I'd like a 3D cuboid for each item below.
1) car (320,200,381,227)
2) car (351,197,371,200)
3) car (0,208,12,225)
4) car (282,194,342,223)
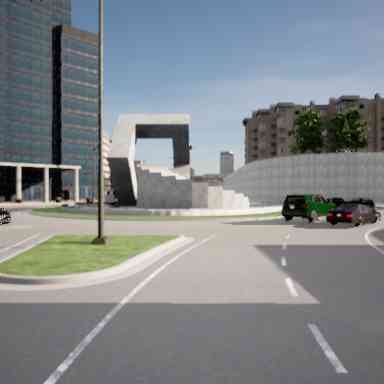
[{"bbox_3d":[11.050,1.506,22.562,5.357,1.411,2.033,0,0,-44],"label":"car"},{"bbox_3d":[21.565,1.409,42.797,2.128,1.511,4.902,1,0,0],"label":"car"},{"bbox_3d":[-14.167,1.463,22.621,4.892,1.490,1.837,0,1,36],"label":"car"},{"bbox_3d":[8.954,1.176,25.209,5.566,2.045,2.150,0,0,-44],"label":"car"}]
